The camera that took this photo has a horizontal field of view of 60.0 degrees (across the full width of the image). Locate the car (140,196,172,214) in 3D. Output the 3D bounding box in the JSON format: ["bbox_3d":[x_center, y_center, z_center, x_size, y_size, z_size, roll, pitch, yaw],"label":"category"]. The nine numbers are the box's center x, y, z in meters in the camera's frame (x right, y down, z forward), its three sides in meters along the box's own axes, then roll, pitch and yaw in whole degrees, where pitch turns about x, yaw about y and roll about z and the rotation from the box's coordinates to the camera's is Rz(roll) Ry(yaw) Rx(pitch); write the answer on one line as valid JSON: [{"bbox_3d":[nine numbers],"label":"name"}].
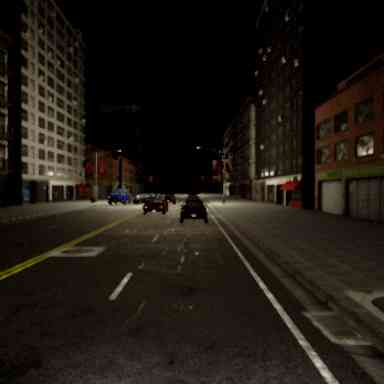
[{"bbox_3d":[-3.147,1.260,29.770,1.895,1.301,4.718,0,1,0],"label":"car"}]

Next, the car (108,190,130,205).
[{"bbox_3d":[-9.770,0.712,45.088,2.150,2.045,5.566,0,0,1],"label":"car"}]

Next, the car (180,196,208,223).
[{"bbox_3d":[0.111,1.261,23.041,1.812,1.442,4.674,0,1,0],"label":"car"}]

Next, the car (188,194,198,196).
[{"bbox_3d":[0.103,0.992,45.179,1.837,1.490,4.892,0,1,0],"label":"car"}]

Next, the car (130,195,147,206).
[{"bbox_3d":[-6.529,1.063,44.000,1.994,1.385,4.181,0,1,1],"label":"car"}]

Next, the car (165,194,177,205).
[{"bbox_3d":[-3.145,0.994,46.694,1.812,1.442,4.674,0,1,0],"label":"car"}]
